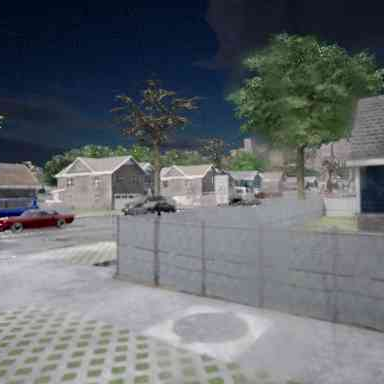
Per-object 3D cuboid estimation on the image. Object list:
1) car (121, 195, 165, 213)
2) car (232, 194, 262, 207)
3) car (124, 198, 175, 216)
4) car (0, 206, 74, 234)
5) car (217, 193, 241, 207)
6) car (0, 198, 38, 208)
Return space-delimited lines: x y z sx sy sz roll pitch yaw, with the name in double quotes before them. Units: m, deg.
"car" -4.812 1.378 34.663 2.150 2.045 5.566 -1 0 34
"car" 8.410 1.410 48.519 2.033 1.411 5.357 -1 0 34
"car" -3.551 1.592 30.680 1.882 1.535 5.008 -1 0 34
"car" -9.971 1.777 21.019 1.895 1.301 4.718 -1 -1 33
"car" 5.890 1.146 50.603 2.150 2.045 5.566 -1 0 34
"car" -13.019 1.462 22.320 2.150 2.045 5.566 -1 -1 33
